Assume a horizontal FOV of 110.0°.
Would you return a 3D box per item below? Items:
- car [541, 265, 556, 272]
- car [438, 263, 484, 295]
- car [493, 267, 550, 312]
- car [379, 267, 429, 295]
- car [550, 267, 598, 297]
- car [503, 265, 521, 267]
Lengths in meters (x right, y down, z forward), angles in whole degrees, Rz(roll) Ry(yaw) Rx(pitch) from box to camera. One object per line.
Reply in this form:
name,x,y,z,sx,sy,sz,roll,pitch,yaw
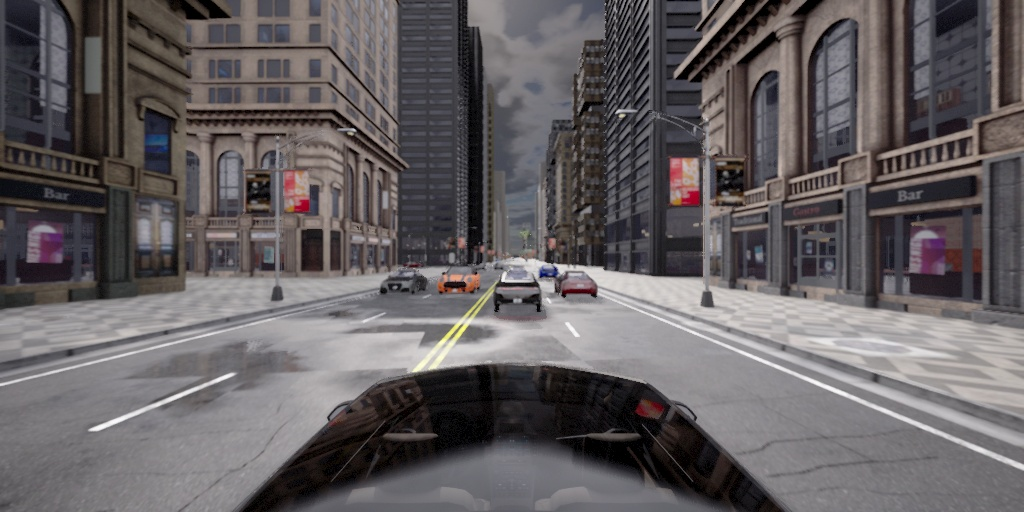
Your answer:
car,3.794,1.656,37.624,1.882,1.535,5.008,0,-1,1
car,-3.107,1.340,21.921,2.097,1.767,4.553,0,-1,1
car,0.242,1.404,15.260,2.128,1.511,4.902,0,-1,1
car,-6.362,1.546,21.526,1.994,1.385,4.181,0,-1,1
car,3.577,1.541,20.665,1.994,1.385,4.181,0,-1,0
car,0.487,1.674,33.424,2.033,1.411,5.357,0,-1,1
